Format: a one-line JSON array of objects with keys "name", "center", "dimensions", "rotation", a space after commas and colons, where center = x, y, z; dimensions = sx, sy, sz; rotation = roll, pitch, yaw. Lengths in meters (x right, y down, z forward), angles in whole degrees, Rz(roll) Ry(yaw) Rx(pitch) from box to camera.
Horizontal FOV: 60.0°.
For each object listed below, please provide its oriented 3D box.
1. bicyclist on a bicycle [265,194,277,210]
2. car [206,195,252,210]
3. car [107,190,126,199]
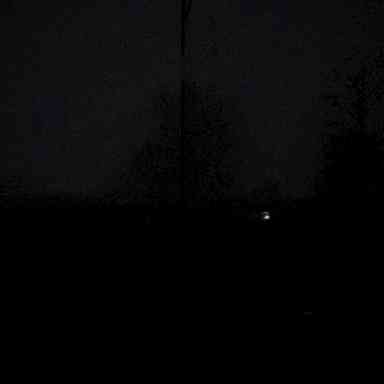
[{"name": "bicyclist on a bicycle", "center": [7.840, 0.983, 32.918], "dimensions": [1.656, 1.620, 0.582], "rotation": [0, 1, -35]}, {"name": "car", "center": [3.591, 1.028, 33.646], "dimensions": [2.033, 1.411, 5.357], "rotation": [-1, 2, -36]}, {"name": "car", "center": [-13.052, 0.348, 57.027], "dimensions": [2.128, 1.511, 4.902], "rotation": [-1, 2, -35]}]
